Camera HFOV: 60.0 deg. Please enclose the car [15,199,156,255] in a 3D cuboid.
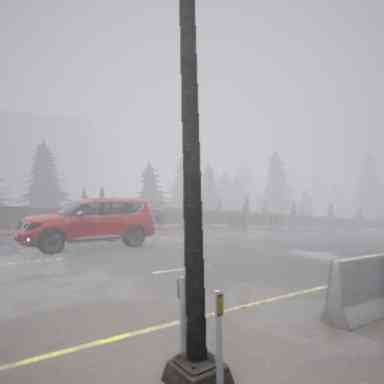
[{"bbox_3d":[-4.212,1.293,13.886,5.566,2.045,2.150,2,-1,-36],"label":"car"}]
